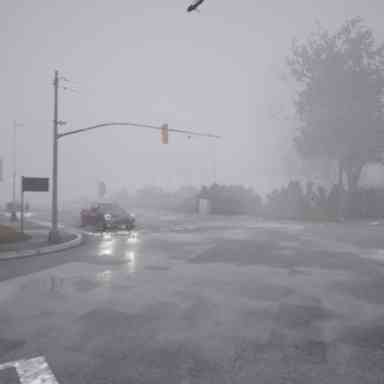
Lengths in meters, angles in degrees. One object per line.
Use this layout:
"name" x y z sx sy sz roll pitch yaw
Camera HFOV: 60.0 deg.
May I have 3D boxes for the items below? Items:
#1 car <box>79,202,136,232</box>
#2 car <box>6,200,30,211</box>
"car" -5.346 1.427 20.912 2.097 1.767 4.553 1 -1 -39
"car" -21.333 1.629 40.811 1.895 1.301 4.718 1 0 -39
